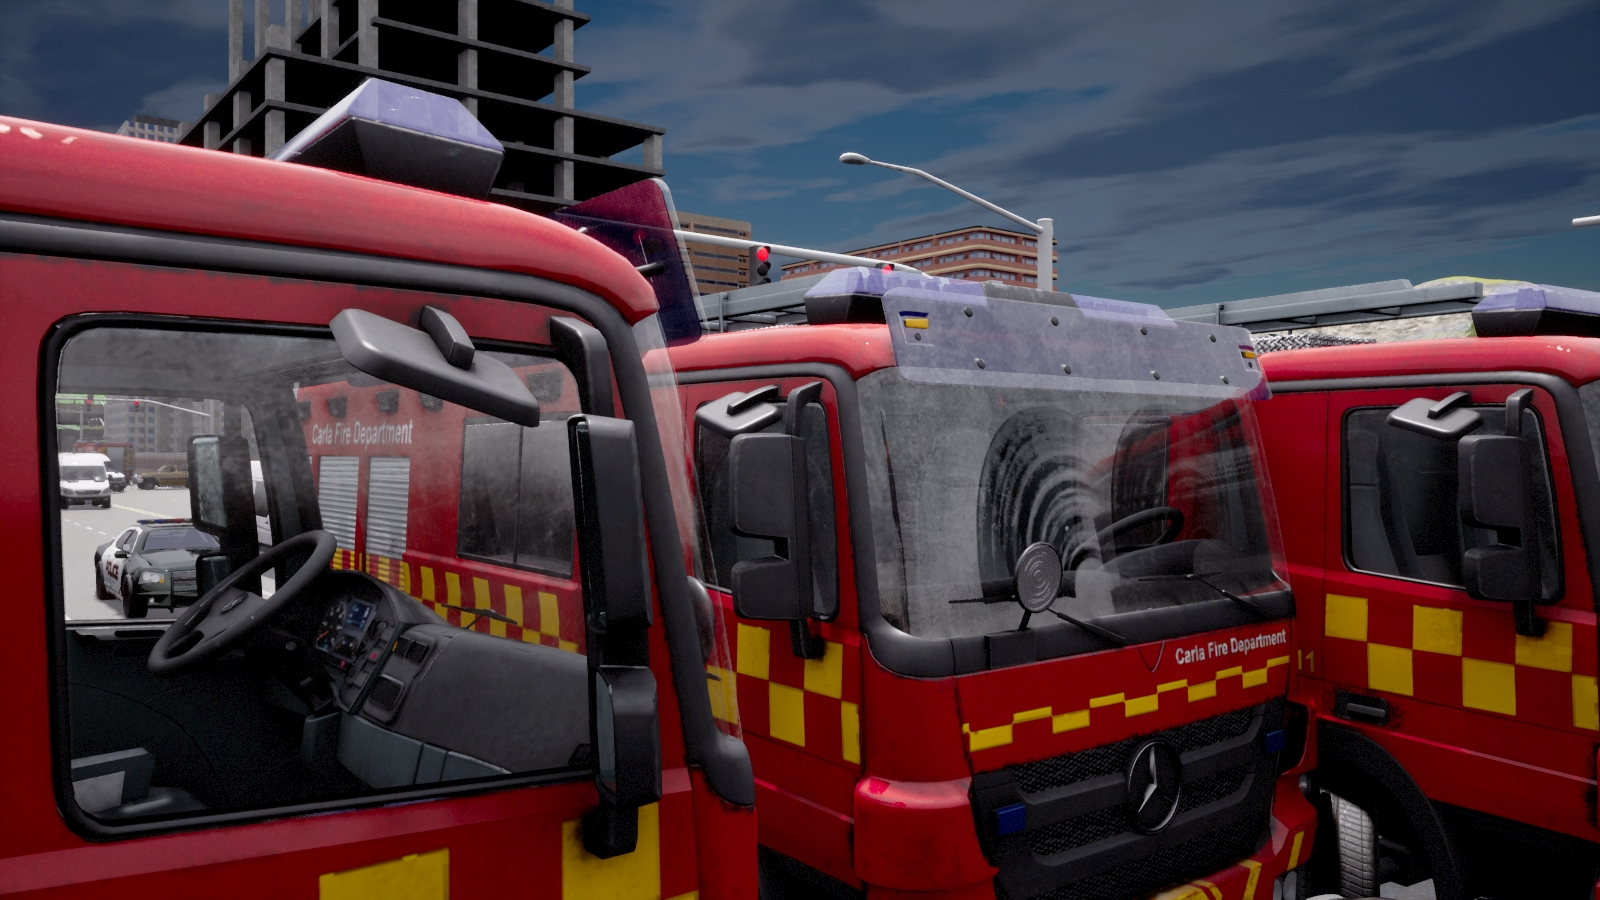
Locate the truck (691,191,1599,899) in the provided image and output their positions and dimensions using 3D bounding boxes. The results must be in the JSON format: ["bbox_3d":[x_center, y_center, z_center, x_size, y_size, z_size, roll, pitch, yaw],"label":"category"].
[{"bbox_3d":[2.348,0.890,8.605,2.891,3.827,8.468,0,0,-31],"label":"truck"}]

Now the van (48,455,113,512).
[{"bbox_3d":[-34.637,1.534,54.936,1.988,2.561,5.915,0,0,-39],"label":"van"}]

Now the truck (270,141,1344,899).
[{"bbox_3d":[-1.099,0.890,8.003,2.891,3.827,8.468,0,0,-38],"label":"truck"}]

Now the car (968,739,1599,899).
[{"bbox_3d":[2.437,2.065,3.109,1.970,1.475,3.806,0,0,-30],"label":"car"}]

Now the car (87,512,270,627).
[{"bbox_3d":[-11.386,2.037,20.746,2.038,1.542,4.974,0,0,-39],"label":"car"}]
